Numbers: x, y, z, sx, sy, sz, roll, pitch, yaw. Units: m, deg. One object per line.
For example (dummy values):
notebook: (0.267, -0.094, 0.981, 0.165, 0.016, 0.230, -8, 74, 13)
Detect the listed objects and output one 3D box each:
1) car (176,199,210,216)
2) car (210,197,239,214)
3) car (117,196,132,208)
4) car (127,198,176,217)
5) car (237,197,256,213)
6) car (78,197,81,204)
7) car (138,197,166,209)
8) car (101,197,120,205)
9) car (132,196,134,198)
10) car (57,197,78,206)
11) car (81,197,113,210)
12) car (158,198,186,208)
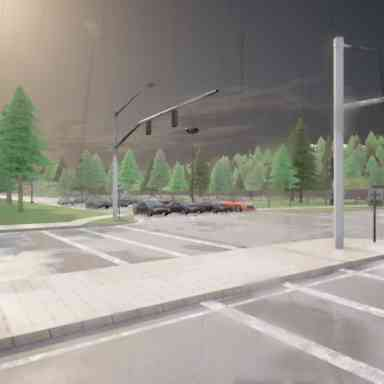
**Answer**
car: (-0.882, 1.541, 33.185, 2.033, 1.411, 5.357, 0, 0, -35)
car: (2.081, 1.540, 35.056, 2.033, 1.411, 5.357, 0, 0, -35)
car: (-10.617, 1.558, 47.070, 1.994, 1.385, 4.181, 0, 0, -35)
car: (-3.911, 1.542, 31.220, 2.033, 1.411, 5.357, 0, 0, -32)
car: (4.949, 1.342, 37.061, 2.097, 1.767, 4.553, 0, 0, -35)
car: (-20.656, 1.541, 61.485, 2.033, 1.411, 5.357, 0, 0, -34)
car: (-5.586, 1.518, 45.990, 1.812, 1.442, 4.674, 0, 0, -35)
car: (-14.424, 1.556, 58.629, 1.994, 1.385, 4.181, 0, 0, -35)
car: (-11.372, 1.495, 60.384, 1.837, 1.490, 4.892, 0, 0, -35)
car: (-21.466, 1.595, 56.485, 1.895, 1.301, 4.718, 0, 0, -35)
car: (-12.414, 1.542, 43.532, 2.033, 1.411, 5.357, 0, 0, -35)
car: (-2.959, 1.592, 48.340, 1.895, 1.301, 4.718, 0, 0, -35)
